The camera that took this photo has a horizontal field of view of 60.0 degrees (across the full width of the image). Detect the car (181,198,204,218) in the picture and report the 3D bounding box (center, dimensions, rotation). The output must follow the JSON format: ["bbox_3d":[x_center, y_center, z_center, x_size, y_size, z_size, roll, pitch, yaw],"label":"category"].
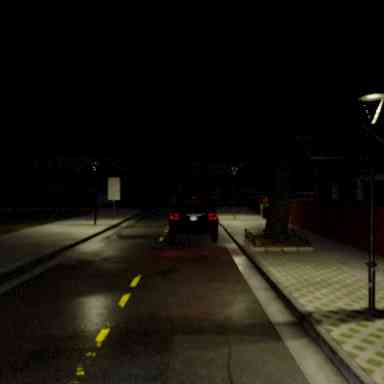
[{"bbox_3d":[-0.011,1.325,29.272,1.837,1.490,4.892,0,0,-1],"label":"car"}]

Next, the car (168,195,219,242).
[{"bbox_3d":[0.061,1.128,16.005,2.150,2.045,5.566,0,1,0],"label":"car"}]
